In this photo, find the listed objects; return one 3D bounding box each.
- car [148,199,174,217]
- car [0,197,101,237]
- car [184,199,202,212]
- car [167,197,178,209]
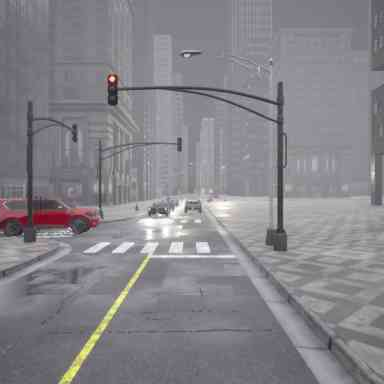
[{"bbox_3d":[-3.084,1.601,31.957,1.895,1.301,4.718,0,0,0],"label":"car"},{"bbox_3d":[-7.964,1.306,18.542,5.566,2.045,2.150,-1,1,-10],"label":"car"},{"bbox_3d":[0.112,1.493,38.025,2.128,1.511,4.902,0,0,0],"label":"car"},{"bbox_3d":[-3.080,1.603,41.301,1.895,1.301,4.718,0,0,0],"label":"car"}]
